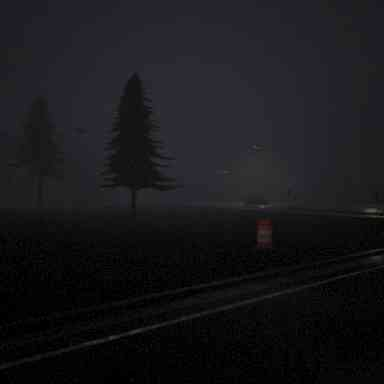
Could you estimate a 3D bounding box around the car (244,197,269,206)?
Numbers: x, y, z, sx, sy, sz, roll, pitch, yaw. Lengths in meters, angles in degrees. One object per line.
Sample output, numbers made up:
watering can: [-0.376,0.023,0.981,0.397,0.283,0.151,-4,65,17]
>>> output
car: [11.260,1.608,58.006,1.837,1.490,4.892,0,0,-35]
